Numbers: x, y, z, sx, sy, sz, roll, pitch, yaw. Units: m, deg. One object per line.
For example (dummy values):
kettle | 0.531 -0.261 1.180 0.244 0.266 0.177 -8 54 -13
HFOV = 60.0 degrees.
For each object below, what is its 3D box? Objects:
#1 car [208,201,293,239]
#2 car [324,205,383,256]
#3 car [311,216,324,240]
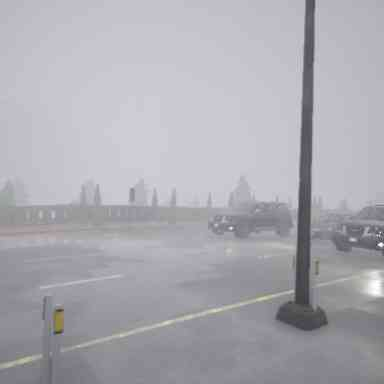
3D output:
car | 3.557 1.547 19.425 5.566 2.045 2.150 3 -2 -35
car | 8.385 1.589 14.270 5.566 2.045 2.150 3 -2 -35
car | 8.127 1.957 18.383 4.902 1.511 2.128 3 -2 -35
